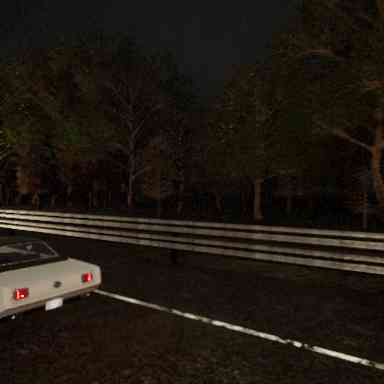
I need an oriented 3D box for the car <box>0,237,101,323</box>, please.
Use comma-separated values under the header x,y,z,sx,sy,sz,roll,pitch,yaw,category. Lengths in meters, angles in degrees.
x,y,z,sx,sy,sz,roll,pitch,yaw,category
-4.133,1.603,6.907,4.718,1.301,1.895,0,0,35,car
